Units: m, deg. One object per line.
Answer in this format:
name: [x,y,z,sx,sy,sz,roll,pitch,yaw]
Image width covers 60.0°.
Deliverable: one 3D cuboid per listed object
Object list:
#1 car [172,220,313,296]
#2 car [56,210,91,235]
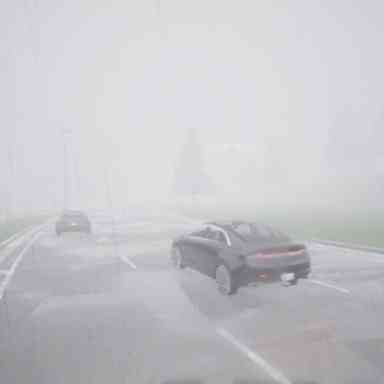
car: [0.954,1.501,8.824,2.128,1.511,4.902,-1,0,-23]
car: [-7.433,1.832,21.002,1.994,1.385,4.181,-1,0,-18]
